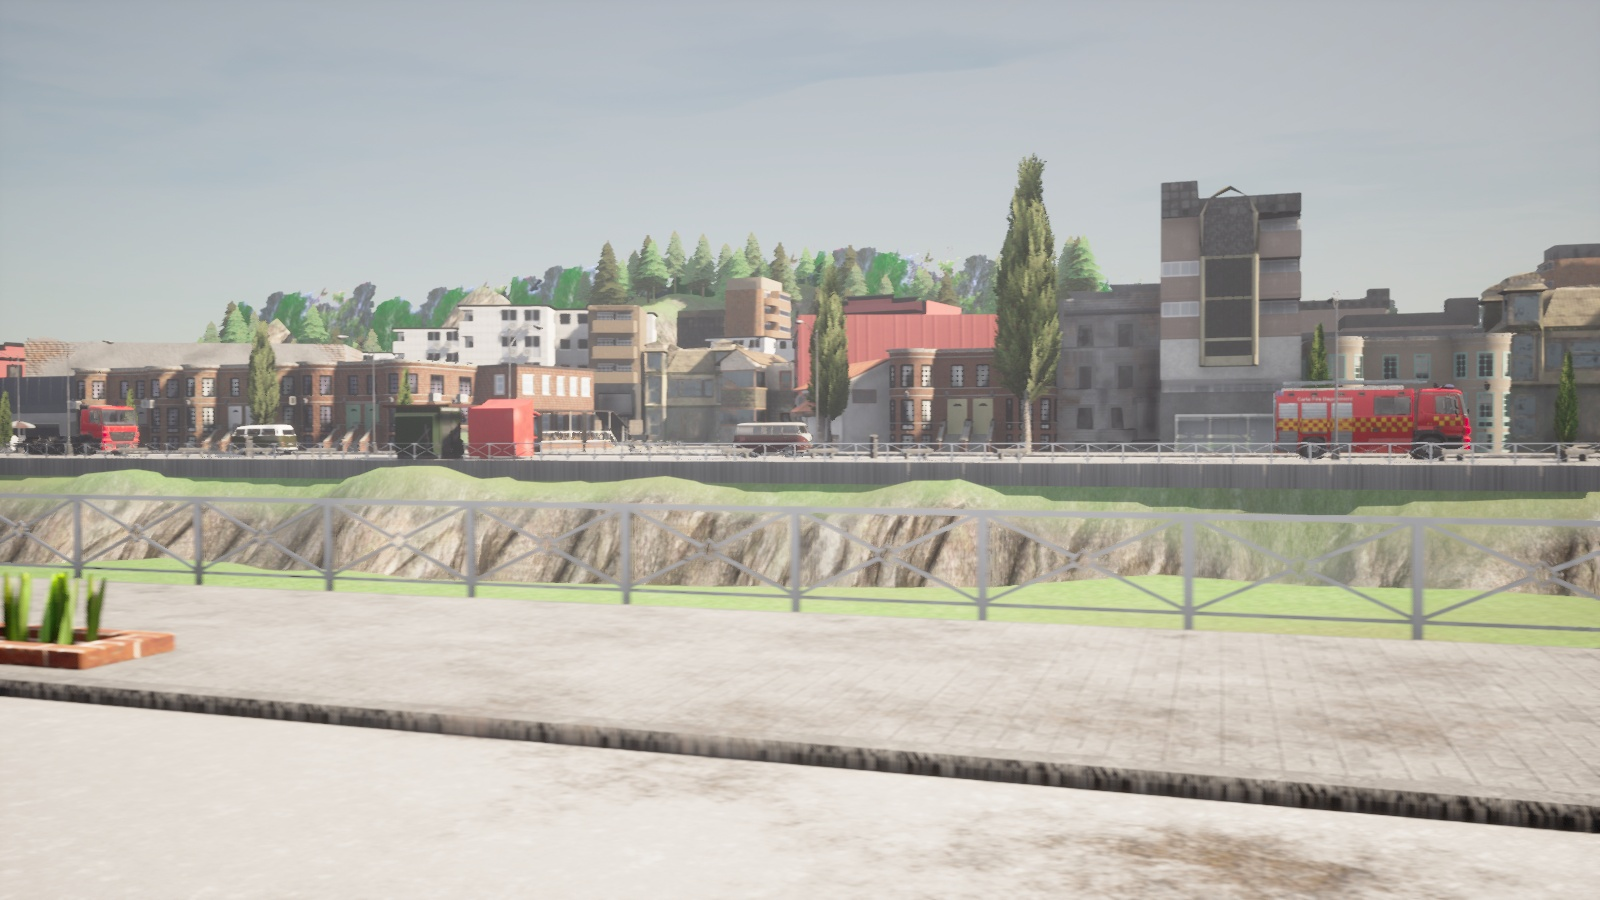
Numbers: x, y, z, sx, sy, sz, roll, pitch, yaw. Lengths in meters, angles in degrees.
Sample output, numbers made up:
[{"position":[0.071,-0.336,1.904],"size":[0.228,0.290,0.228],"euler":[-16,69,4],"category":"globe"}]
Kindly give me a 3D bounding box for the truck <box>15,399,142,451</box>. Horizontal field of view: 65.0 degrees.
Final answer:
[{"position":[-48.988,-1.705,85.277],"size":[7.936,3.462,2.891],"euler":[1,1,19],"category":"truck"}]

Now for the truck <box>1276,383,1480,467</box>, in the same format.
[{"position":[27.234,-1.191,59.654],"size":[8.468,3.827,2.891],"euler":[1,1,19],"category":"truck"}]

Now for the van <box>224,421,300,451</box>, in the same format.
[{"position":[-36.550,-0.954,85.325],"size":[4.480,2.038,2.069],"euler":[1,1,19],"category":"van"}]

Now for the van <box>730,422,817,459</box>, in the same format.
[{"position":[-1.464,-0.536,69.314],"size":[4.442,1.987,1.775],"euler":[1,1,19],"category":"van"}]
